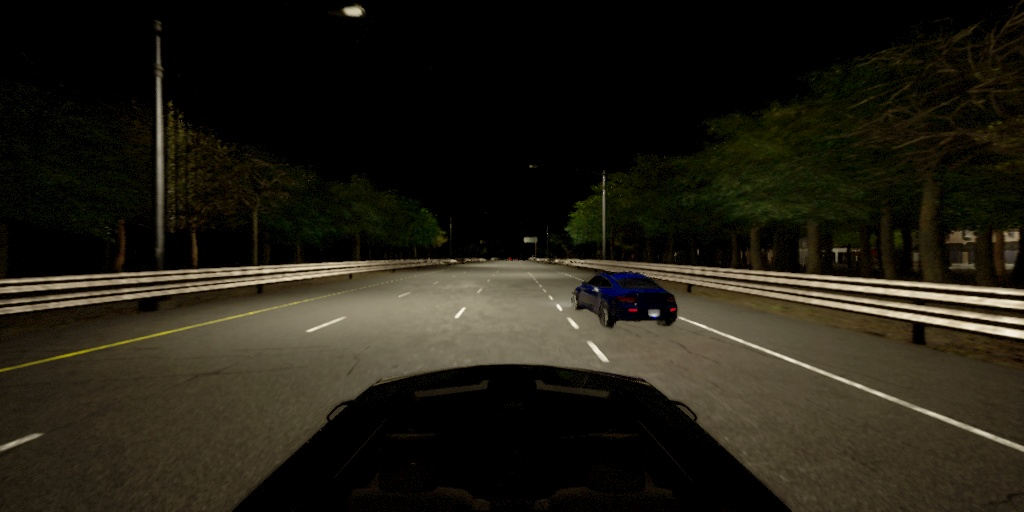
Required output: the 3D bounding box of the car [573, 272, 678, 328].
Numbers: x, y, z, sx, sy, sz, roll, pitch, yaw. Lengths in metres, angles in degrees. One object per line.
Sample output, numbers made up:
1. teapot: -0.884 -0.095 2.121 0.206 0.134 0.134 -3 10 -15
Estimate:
1. car: 3.254 1.208 11.060 1.812 1.442 4.674 0 0 -6
